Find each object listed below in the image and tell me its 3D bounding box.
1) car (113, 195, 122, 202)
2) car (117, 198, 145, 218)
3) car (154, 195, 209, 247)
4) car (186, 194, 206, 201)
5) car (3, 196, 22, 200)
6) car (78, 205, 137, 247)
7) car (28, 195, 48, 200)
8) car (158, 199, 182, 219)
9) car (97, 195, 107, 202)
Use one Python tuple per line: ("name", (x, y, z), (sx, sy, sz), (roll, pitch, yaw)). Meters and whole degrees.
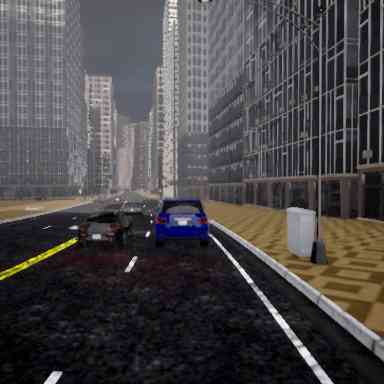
("car", (-15.784, 1.409, 70.888), (2.128, 1.511, 4.902), (0, 0, -10))
("car", (-5.279, 1.540, 29.936), (2.033, 1.411, 5.357), (0, 0, -8))
("car", (-0.522, 1.245, 15.151), (2.150, 2.045, 5.566), (0, 0, -4))
("car", (1.069, 1.384, 86.925), (5.009, 1.841, 2.192), (0, 0, -9))
("car", (-42.940, 1.390, 79.593), (4.206, 1.307, 1.802), (0, 0, -9))
("car", (-3.763, 1.524, 14.905), (1.812, 1.442, 4.674), (0, 0, -4))
("car", (-37.324, 1.409, 80.480), (4.313, 1.339, 1.947), (0, 0, -9))
("car", (-2.058, 1.485, 30.369), (1.837, 1.490, 4.892), (0, 0, -8))
("car", (-18.982, 1.434, 70.307), (2.033, 1.411, 5.357), (0, 0, -10))
